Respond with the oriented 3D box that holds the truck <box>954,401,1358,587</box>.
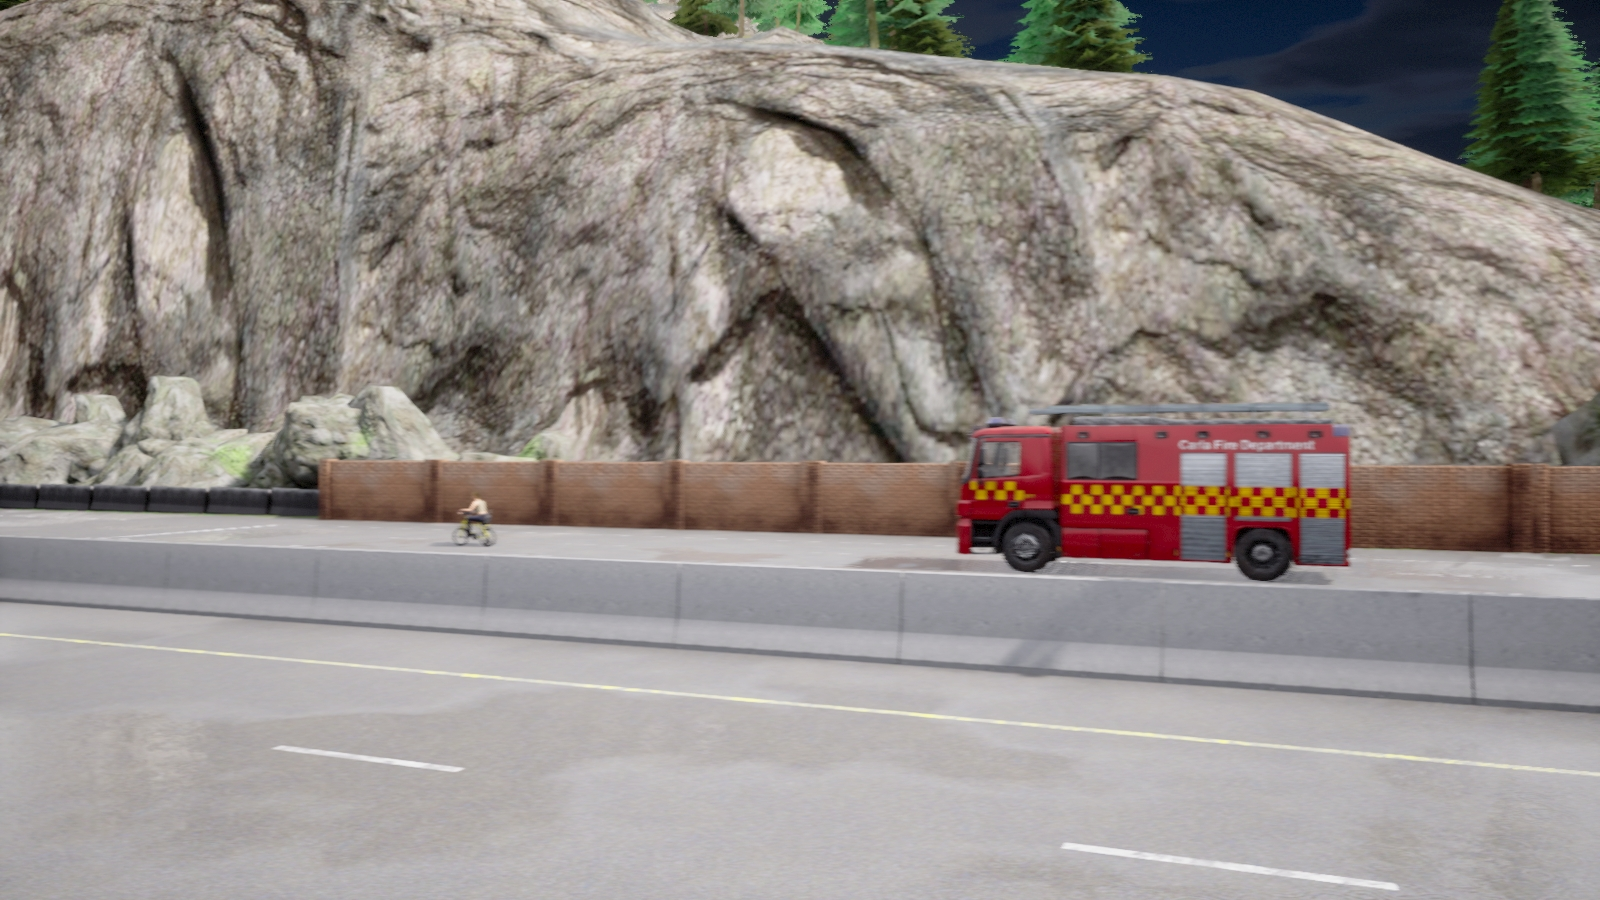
[{"bbox_3d":[8.054,0.903,26.388,8.468,3.827,2.891,0,0,21],"label":"truck"}]
